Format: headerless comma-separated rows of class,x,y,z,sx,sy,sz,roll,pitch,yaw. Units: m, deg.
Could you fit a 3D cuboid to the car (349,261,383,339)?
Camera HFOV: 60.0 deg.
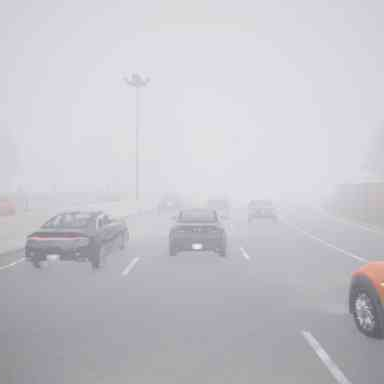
car,3.601,1.298,3.565,2.097,1.767,4.553,0,1,0

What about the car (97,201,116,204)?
car,-8.030,1.087,31.582,2.033,1.411,5.357,0,1,13

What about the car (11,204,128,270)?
car,-3.316,1.337,10.496,2.128,1.511,4.902,0,1,1

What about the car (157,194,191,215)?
car,-1.351,0.945,27.951,2.097,1.767,4.553,0,1,11

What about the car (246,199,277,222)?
car,4.743,1.214,22.853,2.033,1.411,5.357,0,1,9

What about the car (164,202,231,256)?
car,0.258,1.325,12.296,1.837,1.490,4.892,0,1,2

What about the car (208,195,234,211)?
car,2.587,1.044,29.754,1.882,1.535,5.008,0,1,13
